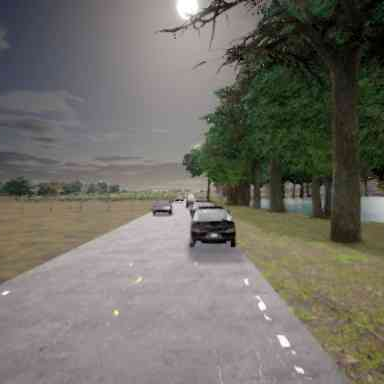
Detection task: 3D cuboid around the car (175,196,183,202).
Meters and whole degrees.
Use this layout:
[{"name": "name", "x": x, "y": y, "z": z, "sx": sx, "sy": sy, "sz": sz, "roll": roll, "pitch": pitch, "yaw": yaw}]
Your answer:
[{"name": "car", "x": -2.748, "y": 1.616, "z": 75.389, "sx": 1.882, "sy": 1.535, "sz": 5.008, "roll": 0, "pitch": 0, "yaw": 0}]

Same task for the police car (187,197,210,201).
[{"name": "police car", "x": 0.825, "y": 1.436, "z": 25.069, "sx": 1.930, "sy": 1.638, "sz": 5.238, "roll": 0, "pitch": 0, "yaw": 0}]

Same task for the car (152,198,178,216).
[{"name": "car", "x": -2.848, "y": 1.577, "z": 33.488, "sx": 2.033, "sy": 1.411, "sz": 5.357, "roll": 0, "pitch": 0, "yaw": 0}]

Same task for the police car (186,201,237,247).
[{"name": "police car", "x": 0.825, "y": 1.421, "z": 15.068, "sx": 1.930, "sy": 1.638, "sz": 5.238, "roll": 0, "pitch": 0, "yaw": 0}]

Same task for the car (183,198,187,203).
[{"name": "car", "x": 0.003, "y": 1.580, "z": 51.265, "sx": 1.882, "sy": 1.535, "sz": 5.008, "roll": 0, "pitch": 0, "yaw": 0}]

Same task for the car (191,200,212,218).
[{"name": "car", "x": 0.825, "y": 1.530, "z": 30.959, "sx": 1.837, "sy": 1.490, "sz": 4.892, "roll": 0, "pitch": 0, "yaw": 0}]
